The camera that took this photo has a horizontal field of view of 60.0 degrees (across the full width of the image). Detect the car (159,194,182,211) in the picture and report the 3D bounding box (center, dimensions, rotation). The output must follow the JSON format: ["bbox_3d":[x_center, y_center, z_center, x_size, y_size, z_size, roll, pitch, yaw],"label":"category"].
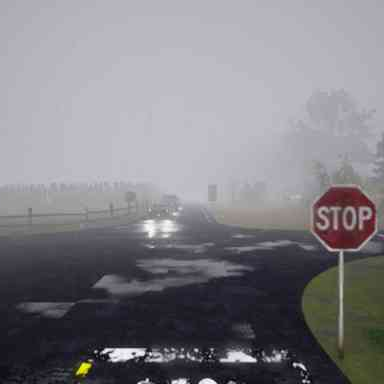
[{"bbox_3d":[-2.790,1.291,41.237,2.150,2.045,5.566,0,0,0],"label":"car"}]

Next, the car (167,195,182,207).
[{"bbox_3d":[-2.762,1.452,52.815,2.097,1.767,4.553,0,0,0],"label":"car"}]

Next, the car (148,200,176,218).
[{"bbox_3d":[-2.806,1.650,30.243,1.895,1.301,4.718,0,0,0],"label":"car"}]
